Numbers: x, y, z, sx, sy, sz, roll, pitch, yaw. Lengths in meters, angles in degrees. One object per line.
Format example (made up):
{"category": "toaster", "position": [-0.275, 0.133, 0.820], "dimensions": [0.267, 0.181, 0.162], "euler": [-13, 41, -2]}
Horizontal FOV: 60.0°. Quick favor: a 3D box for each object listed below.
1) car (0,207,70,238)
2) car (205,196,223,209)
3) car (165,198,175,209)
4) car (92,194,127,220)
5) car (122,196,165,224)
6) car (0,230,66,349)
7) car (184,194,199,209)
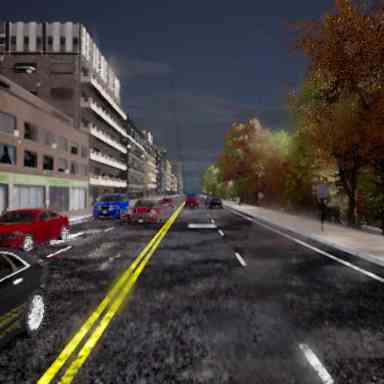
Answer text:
{"category": "car", "position": [-6.701, 1.422, 13.539], "dimensions": [1.882, 1.535, 5.008], "euler": [0, 0, 2]}
{"category": "car", "position": [3.218, 1.527, 46.052], "dimensions": [1.837, 1.490, 4.892], "euler": [0, 0, 0]}
{"category": "car", "position": [-3.340, 1.511, 45.035], "dimensions": [1.812, 1.442, 4.674], "euler": [0, 0, 0]}
{"category": "car", "position": [-6.604, 1.178, 27.942], "dimensions": [2.150, 2.045, 5.566], "euler": [0, 0, 0]}
{"category": "car", "position": [-3.358, 1.322, 24.095], "dimensions": [2.097, 1.767, 4.553], "euler": [0, 0, 0]}
{"category": "car", "position": [-3.357, 1.507, 3.853], "dimensions": [1.837, 1.490, 4.892], "euler": [0, 0, 0]}
{"category": "car", "position": [-0.031, 1.482, 46.049], "dimensions": [1.882, 1.535, 5.008], "euler": [0, 0, 0]}
